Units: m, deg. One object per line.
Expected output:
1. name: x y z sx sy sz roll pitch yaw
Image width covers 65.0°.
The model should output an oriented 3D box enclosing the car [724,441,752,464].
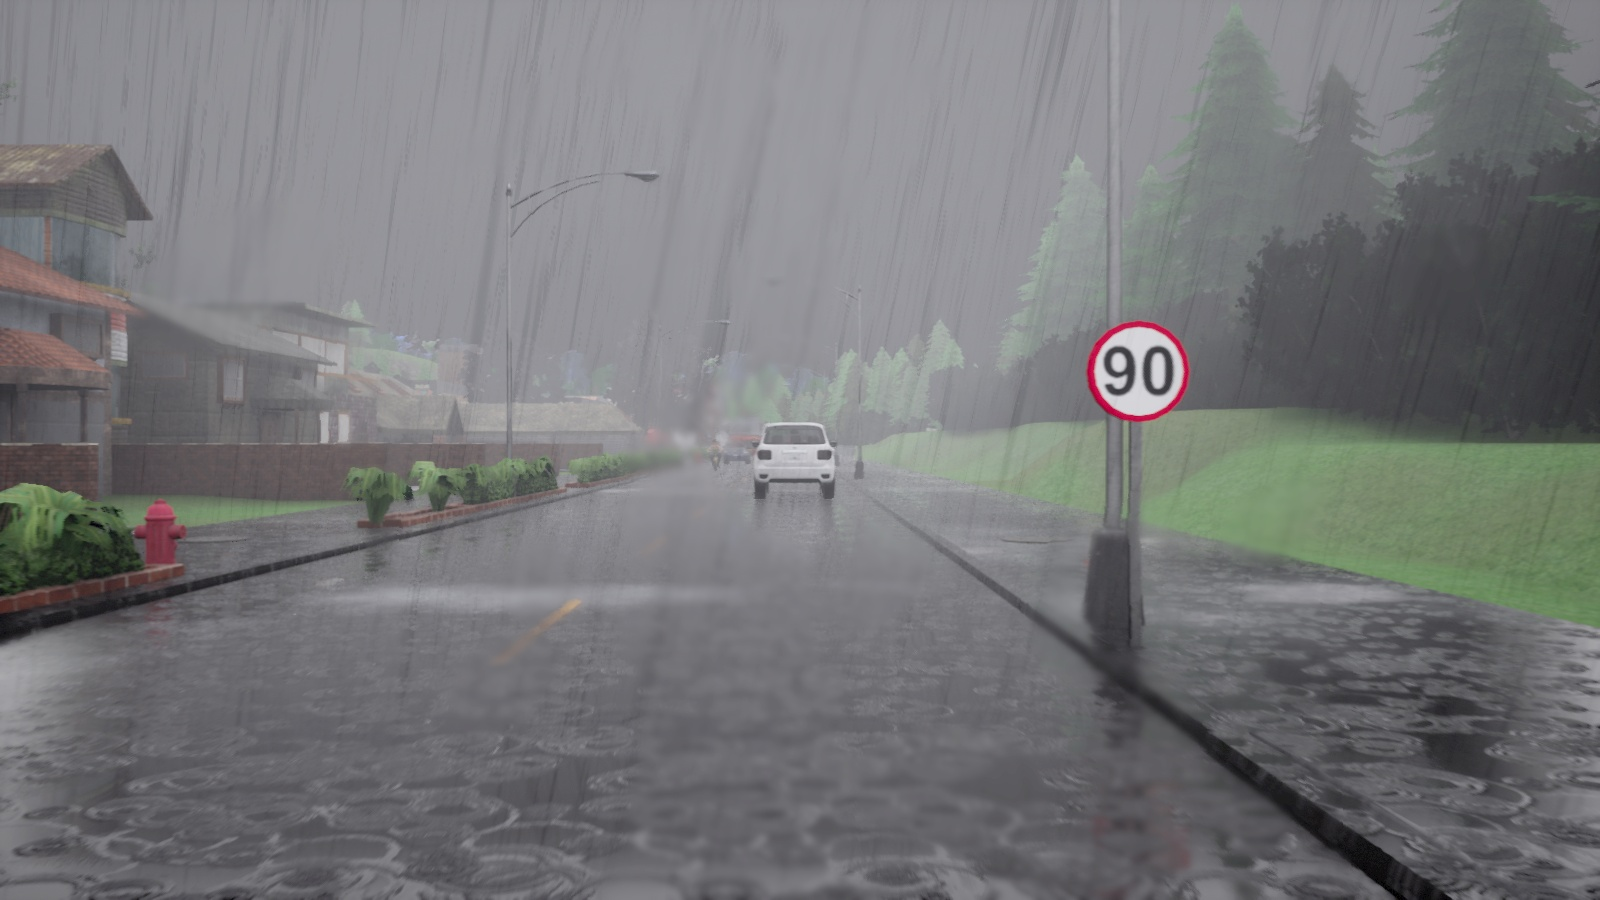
1. car: -4.374 0.139 89.189 1.851 1.617 3.988 0 0 0

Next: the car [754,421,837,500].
1. car: -0.136 0.266 35.363 2.150 2.045 5.566 0 0 0
